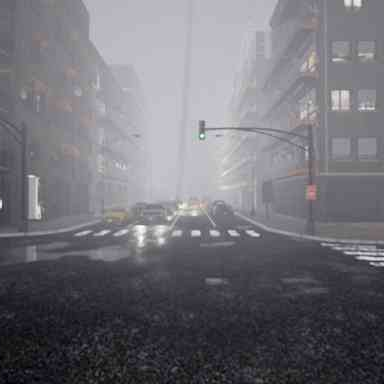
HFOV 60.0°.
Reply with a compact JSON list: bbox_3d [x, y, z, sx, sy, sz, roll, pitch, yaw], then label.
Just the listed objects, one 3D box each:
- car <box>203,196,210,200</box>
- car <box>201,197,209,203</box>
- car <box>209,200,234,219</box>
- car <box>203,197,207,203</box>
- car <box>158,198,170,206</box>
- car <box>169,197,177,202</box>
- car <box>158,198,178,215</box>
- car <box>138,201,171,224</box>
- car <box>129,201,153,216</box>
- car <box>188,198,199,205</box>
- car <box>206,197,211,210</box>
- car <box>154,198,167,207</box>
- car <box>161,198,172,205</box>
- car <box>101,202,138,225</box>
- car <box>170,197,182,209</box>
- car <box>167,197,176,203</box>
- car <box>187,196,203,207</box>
[{"bbox_3d":[3.037,1.678,69.346,2.192,1.841,5.009,1,0,0],"label":"car"},{"bbox_3d":[3.088,1.989,80.391,1.947,1.339,4.313,1,0,0],"label":"car"},{"bbox_3d":[2.847,1.703,30.681,1.887,1.381,4.507,1,0,0],"label":"car"},{"bbox_3d":[2.927,1.827,47.251,1.802,1.307,4.206,1,0,0],"label":"car"},{"bbox_3d":[-5.373,1.884,63.876,2.008,1.369,4.403,1,0,0],"label":"car"},{"bbox_3d":[-5.239,2.035,91.492,2.008,1.369,4.403,1,0,0],"label":"car"},{"bbox_3d":[-2.917,1.734,36.095,2.033,1.411,5.357,0,0,1],"label":"car"},{"bbox_3d":[-2.964,1.662,26.372,1.812,1.442,4.674,0,0,0],"label":"car"},{"bbox_3d":[-5.507,1.732,36.259,1.887,1.381,4.507,1,0,0],"label":"car"},{"bbox_3d":[0.325,1.898,66.960,2.033,1.411,5.357,0,0,0],"label":"car"},{"bbox_3d":[2.874,1.627,36.205,1.967,1.590,4.097,1,0,0],"label":"car"},{"bbox_3d":[-5.401,1.828,58.183,1.752,1.417,4.829,1,0,0],"label":"car"},{"bbox_3d":[-5.346,1.908,69.399,1.887,1.381,4.507,1,0,0],"label":"car"},{"bbox_3d":[-5.561,1.654,25.043,1.752,1.417,4.829,1,0,0],"label":"car"},{"bbox_3d":[-2.869,1.802,46.013,1.994,1.385,4.181,0,0,0],"label":"car"},{"bbox_3d":[-5.266,1.978,85.798,1.752,1.417,4.829,1,0,0],"label":"car"},{"bbox_3d":[0.277,1.648,56.925,2.097,1.767,4.553,0,0,0],"label":"car"}]
